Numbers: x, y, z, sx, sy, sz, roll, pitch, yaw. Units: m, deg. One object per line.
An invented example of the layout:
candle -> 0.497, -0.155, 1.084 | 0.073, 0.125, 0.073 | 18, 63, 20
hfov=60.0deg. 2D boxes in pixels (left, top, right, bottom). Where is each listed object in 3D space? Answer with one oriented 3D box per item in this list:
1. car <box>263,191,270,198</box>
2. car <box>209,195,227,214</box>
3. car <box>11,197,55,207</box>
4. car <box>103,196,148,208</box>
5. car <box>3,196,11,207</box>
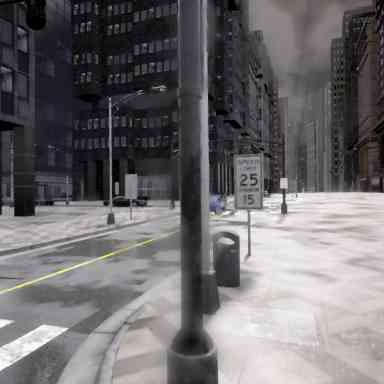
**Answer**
car -> 14.361, 0.482, 65.927 | 1.994, 1.385, 4.181 | -1, 0, 19
car -> 1.690, 1.017, 29.044 | 1.882, 1.535, 5.008 | 0, 1, 19
car -> -19.191, 1.260, 40.628 | 4.718, 1.301, 1.895 | -1, 0, 19
car -> -7.273, 1.144, 36.526 | 4.718, 1.301, 1.895 | -1, 0, 19
car -> -25.947, 1.304, 46.321 | 4.181, 1.385, 1.994 | -1, 0, 19
